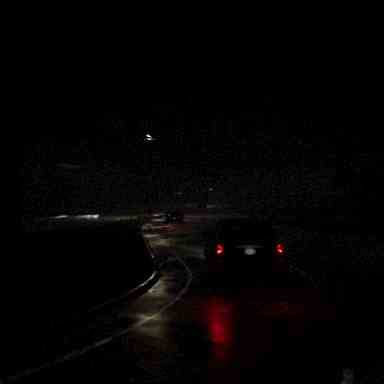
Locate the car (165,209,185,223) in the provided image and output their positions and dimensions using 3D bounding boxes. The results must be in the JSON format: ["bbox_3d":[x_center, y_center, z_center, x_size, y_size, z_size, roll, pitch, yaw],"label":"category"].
[{"bbox_3d":[-1.846,2.510,35.682,1.812,1.442,4.674,-1,-2,-2],"label":"car"}]

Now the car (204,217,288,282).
[{"bbox_3d":[1.545,1.637,10.795,2.097,1.767,4.553,-1,-2,1],"label":"car"}]

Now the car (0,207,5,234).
[{"bbox_3d":[-14.525,1.929,21.165,2.150,2.045,5.566,-1,-2,18],"label":"car"}]

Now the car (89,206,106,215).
[{"bbox_3d":[-16.665,3.231,58.763,2.128,1.511,4.902,-1,-2,2],"label":"car"}]

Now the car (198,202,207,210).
[{"bbox_3d":[2.669,3.504,85.365,2.150,2.045,5.566,-1,-2,2],"label":"car"}]
